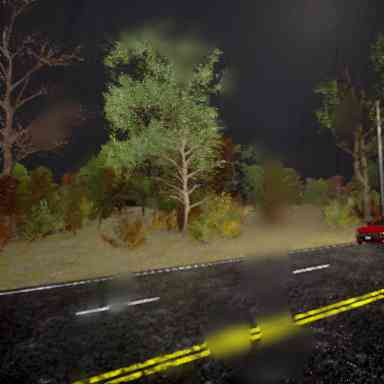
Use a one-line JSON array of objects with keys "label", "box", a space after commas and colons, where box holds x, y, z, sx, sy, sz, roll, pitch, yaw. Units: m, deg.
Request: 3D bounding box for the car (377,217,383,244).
[{"label": "car", "box": [6.891, 1.278, 7.707, 5.566, 2.045, 2.150, 2, -2, -34]}]

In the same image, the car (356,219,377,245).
[{"label": "car", "box": [11.235, 2.135, 18.680, 5.008, 1.535, 1.882, 0, -3, -33]}]
